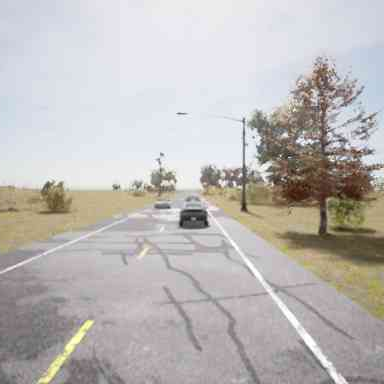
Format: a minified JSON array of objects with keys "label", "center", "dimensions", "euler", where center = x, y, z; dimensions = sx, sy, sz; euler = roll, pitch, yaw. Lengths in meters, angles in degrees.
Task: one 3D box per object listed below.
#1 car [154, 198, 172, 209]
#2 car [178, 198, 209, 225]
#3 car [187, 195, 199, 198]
[{"label":"car","center":[-3.570,1.428,41.115],"dimensions":[1.895,1.301,4.718],"euler":[0,0,0]},{"label":"car","center":[0.108,1.410,23.302],"dimensions":[1.837,1.490,4.892],"euler":[0,0,0]},{"label":"car","center":[0.115,1.177,41.556],"dimensions":[2.097,1.767,4.553],"euler":[0,0,0]}]
